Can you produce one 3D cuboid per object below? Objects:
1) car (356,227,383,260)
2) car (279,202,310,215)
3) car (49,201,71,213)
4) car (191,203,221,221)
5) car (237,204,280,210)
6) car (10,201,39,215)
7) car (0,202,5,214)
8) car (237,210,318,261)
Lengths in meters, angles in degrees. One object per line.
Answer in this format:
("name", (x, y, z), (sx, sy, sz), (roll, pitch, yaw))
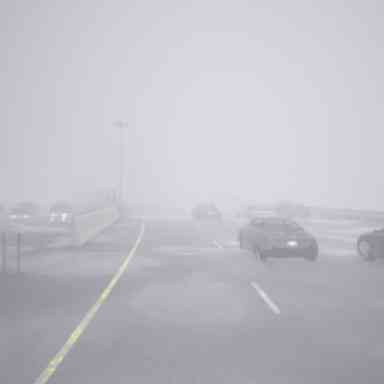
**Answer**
("car", (6.700, 1.518, 9.617), (1.837, 1.490, 4.892), (0, -1, -3))
("car", (8.242, 1.564, 28.487), (2.128, 1.511, 4.902), (0, 0, -8))
("car", (-15.289, 1.732, 38.734), (1.994, 1.385, 4.181), (0, 0, -13))
("car", (1.144, 1.655, 28.547), (1.994, 1.385, 4.181), (0, 0, -9))
("car", (5.004, 1.676, 26.553), (1.895, 1.301, 4.718), (0, 0, -8))
("car", (-18.381, 1.717, 36.728), (2.033, 1.411, 5.357), (0, 0, -13))
("car", (-21.832, 1.683, 36.003), (1.837, 1.490, 4.892), (0, -1, -13))
("car", (3.012, 1.598, 12.451), (1.994, 1.385, 4.181), (0, 0, -4))
